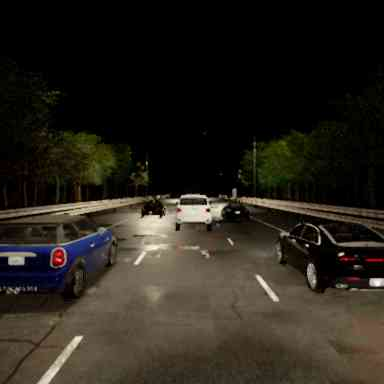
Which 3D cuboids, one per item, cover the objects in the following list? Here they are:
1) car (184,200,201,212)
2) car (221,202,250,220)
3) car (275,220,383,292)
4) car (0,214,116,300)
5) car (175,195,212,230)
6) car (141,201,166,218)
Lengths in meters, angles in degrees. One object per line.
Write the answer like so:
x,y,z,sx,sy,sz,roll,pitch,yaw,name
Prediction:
0.098,1.593,39.154,1.895,1.301,4.718,0,0,0,car
3.600,1.558,28.023,1.994,1.385,4.181,0,0,0,car
3.601,1.504,8.877,1.837,1.490,4.892,0,0,0,car
-3.399,1.350,8.569,2.097,1.767,4.553,0,0,0,car
0.097,1.213,21.160,2.150,2.045,5.566,0,0,0,car
-3.400,1.519,29.556,1.812,1.442,4.674,0,0,0,car
